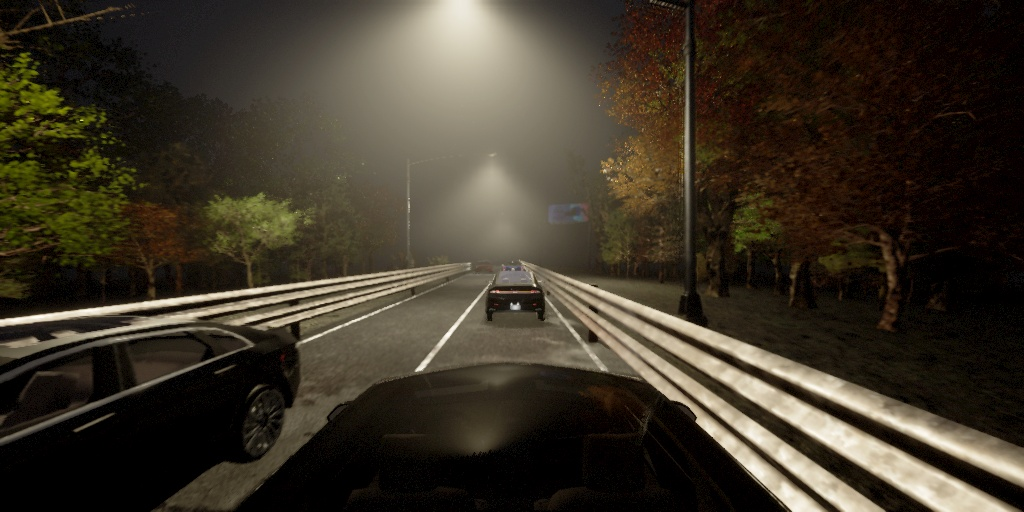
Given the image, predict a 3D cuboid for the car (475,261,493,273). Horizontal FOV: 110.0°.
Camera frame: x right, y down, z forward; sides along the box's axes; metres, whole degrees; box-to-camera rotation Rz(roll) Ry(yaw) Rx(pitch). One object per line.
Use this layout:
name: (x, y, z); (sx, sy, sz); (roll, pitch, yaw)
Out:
car: (-3.350, 1.335, 43.757); (1.882, 1.535, 5.008); (0, 0, 0)

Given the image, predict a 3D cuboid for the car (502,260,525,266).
car: (0.096, 1.180, 33.508); (2.097, 1.767, 4.553); (0, 0, 0)

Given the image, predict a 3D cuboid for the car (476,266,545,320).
car: (0.099, 1.260, 12.672); (2.128, 1.511, 4.902); (0, 0, 0)

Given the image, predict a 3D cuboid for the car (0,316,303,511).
car: (-3.349, 1.242, 2.164); (2.128, 1.511, 4.902); (0, 0, 0)
